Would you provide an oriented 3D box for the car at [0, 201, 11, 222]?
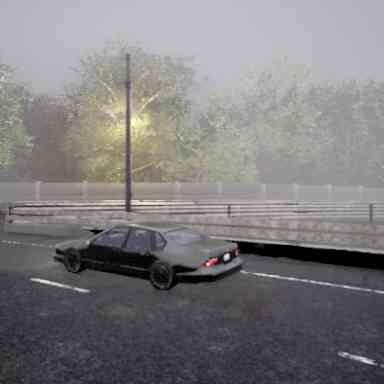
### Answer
[{"bbox_3d":[-7.315,1.203,8.296,5.566,2.045,2.150,0,0,29],"label":"car"}]

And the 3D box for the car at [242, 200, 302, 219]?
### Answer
[{"bbox_3d":[6.494,1.423,27.148,5.008,1.535,1.882,-1,1,-13],"label":"car"}]

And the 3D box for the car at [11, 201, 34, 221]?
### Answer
[{"bbox_3d":[-13.951,1.422,23.732,4.892,1.490,1.837,0,1,-4],"label":"car"}]

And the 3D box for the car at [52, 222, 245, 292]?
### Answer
[{"bbox_3d":[-1.349,1.519,8.862,5.357,1.411,2.033,0,0,32],"label":"car"}]
